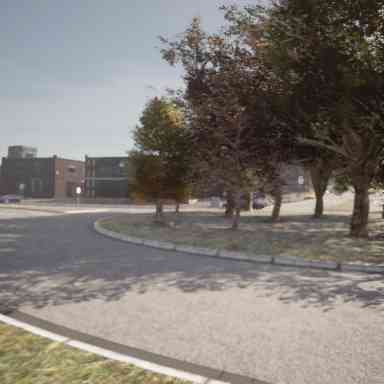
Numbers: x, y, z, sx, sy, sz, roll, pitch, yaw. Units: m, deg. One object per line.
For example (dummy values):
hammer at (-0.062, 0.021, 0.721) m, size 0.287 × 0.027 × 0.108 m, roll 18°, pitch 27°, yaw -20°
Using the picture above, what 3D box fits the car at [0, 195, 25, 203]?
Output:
car at (-30.613, 1.182, 56.279) m, size 2.163 × 1.488 × 4.792 m, roll 1°, pitch 0°, yaw 21°

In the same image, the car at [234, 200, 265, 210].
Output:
car at (7.700, 1.821, 45.513) m, size 4.674 × 1.442 × 1.812 m, roll 1°, pitch 0°, yaw -8°

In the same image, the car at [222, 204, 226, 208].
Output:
car at (7.242, 1.862, 48.730) m, size 5.357 × 1.411 × 2.033 m, roll 1°, pitch 0°, yaw -8°

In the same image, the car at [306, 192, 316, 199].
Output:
car at (27.646, 0.872, 77.079) m, size 1.946 × 1.575 × 5.366 m, roll 1°, pitch 3°, yaw 32°

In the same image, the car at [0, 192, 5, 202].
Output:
car at (-35.671, 0.927, 58.259) m, size 2.185 × 1.767 × 4.553 m, roll 1°, pitch 0°, yaw 21°
